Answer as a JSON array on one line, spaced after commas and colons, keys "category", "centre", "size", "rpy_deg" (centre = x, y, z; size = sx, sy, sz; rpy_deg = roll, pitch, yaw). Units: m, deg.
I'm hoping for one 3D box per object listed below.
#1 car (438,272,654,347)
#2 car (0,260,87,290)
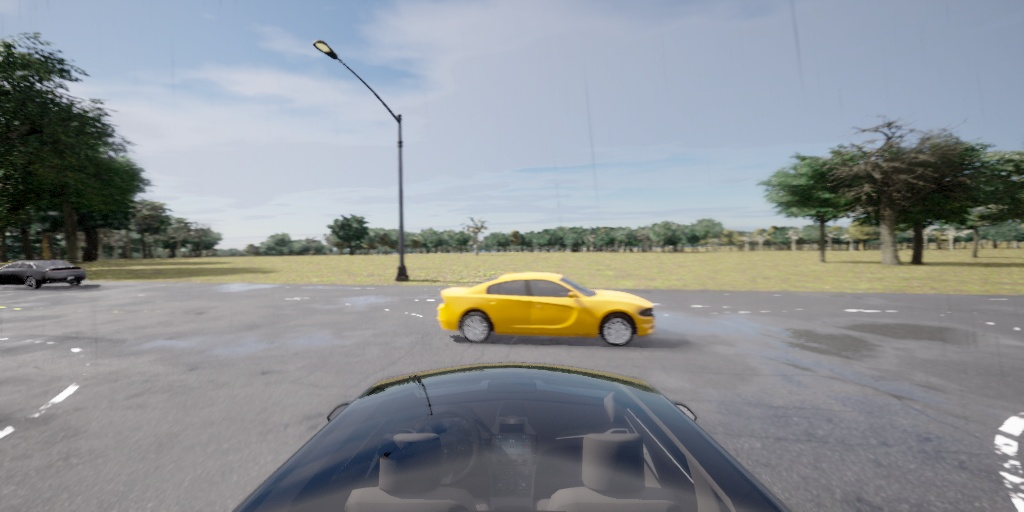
[{"category": "car", "centre": [0.743, 1.135, 8.608], "size": [5.008, 1.535, 1.882], "rpy_deg": [-1, 1, 9]}, {"category": "car", "centre": [-26.239, 0.993, 19.710], "size": [4.902, 1.511, 2.128], "rpy_deg": [0, 2, 8]}]
